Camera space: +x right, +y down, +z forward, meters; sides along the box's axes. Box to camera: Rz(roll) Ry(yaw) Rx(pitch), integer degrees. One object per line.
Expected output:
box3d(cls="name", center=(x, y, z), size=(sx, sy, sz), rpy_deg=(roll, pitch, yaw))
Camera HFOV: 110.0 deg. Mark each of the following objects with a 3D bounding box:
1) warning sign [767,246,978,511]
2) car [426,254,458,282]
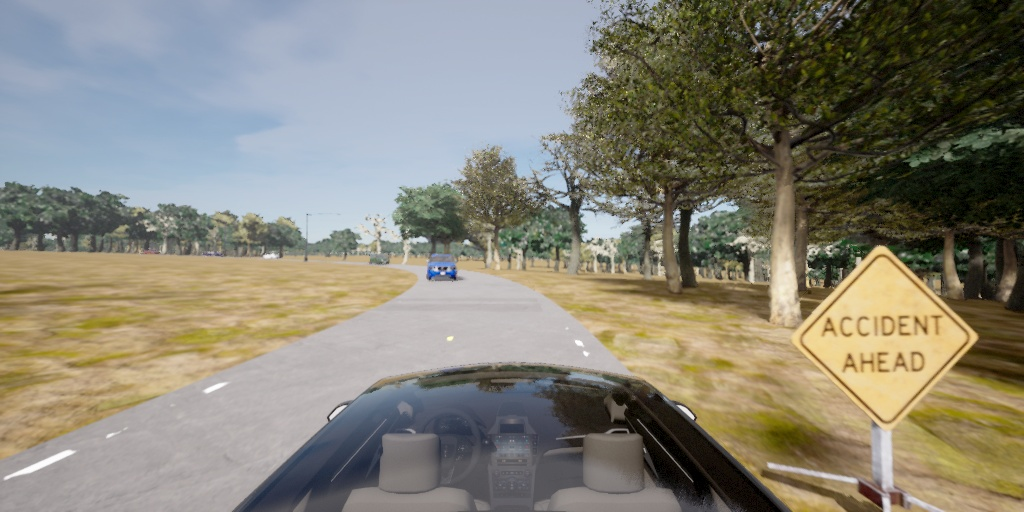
box3d(cls="warning sign", center=(2.649, 0.859, 2.557), size=(1.300, 1.860, 1.060), rpy_deg=(0, 0, 0))
box3d(cls="car", center=(-5.544, 0.863, 28.263), size=(2.150, 2.045, 5.566), rpy_deg=(0, 0, -13))
